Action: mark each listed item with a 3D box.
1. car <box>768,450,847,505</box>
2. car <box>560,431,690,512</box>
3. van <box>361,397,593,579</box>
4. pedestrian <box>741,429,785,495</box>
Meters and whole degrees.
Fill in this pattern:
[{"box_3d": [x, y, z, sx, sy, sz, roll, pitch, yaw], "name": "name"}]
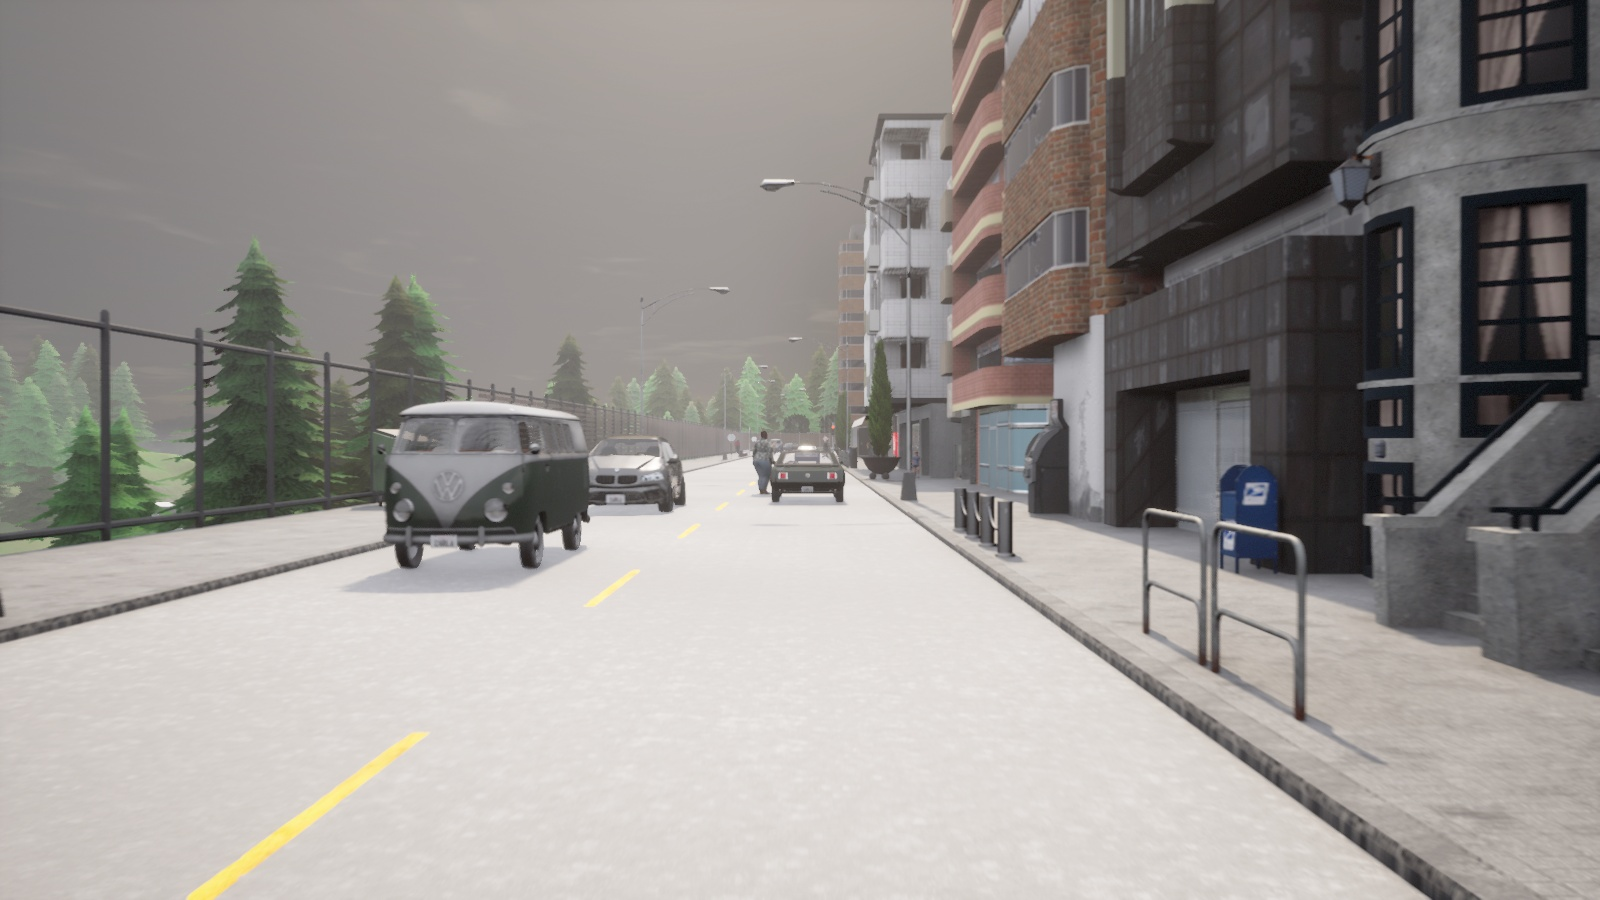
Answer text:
[{"box_3d": [0.197, 0.662, 32.802, 1.895, 1.301, 4.718, 0, 0, 0], "name": "car"}, {"box_3d": [-3.826, 0.428, 28.284, 2.242, 1.667, 4.611, 0, 0, 0], "name": "car"}, {"box_3d": [-3.894, 0.406, 15.944, 1.775, 1.987, 4.442, 0, 0, 0], "name": "van"}, {"box_3d": [-1.049, 0.339, 35.910, 0.874, 1.855, 0.900, 0, 0, 45], "name": "pedestrian"}]
